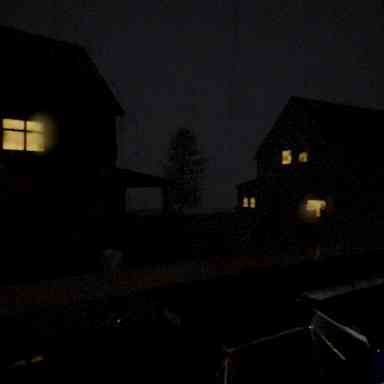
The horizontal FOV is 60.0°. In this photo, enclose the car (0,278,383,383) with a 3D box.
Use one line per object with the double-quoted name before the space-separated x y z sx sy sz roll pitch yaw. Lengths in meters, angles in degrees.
"car" -0.048 1.595 2.815 4.718 1.301 1.895 0 0 -34
